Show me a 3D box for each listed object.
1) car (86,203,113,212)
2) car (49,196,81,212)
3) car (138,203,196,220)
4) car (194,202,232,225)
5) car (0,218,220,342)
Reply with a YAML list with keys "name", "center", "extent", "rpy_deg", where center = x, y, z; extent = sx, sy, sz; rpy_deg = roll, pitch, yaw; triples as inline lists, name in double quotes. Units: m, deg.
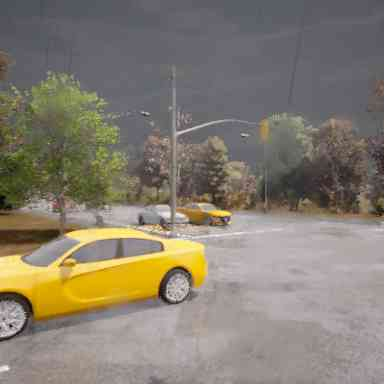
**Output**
- name: "car"
  center: [-11.217, 1.596, 40.190]
  extent: [2.128, 1.511, 4.902]
  rpy_deg: [0, 0, -38]
- name: "car"
  center: [-14.612, 1.445, 38.853]
  extent: [2.097, 1.767, 4.553]
  rpy_deg: [0, 0, -38]
- name: "car"
  center: [-2.045, 1.596, 22.518]
  extent: [1.812, 1.442, 4.674]
  rpy_deg: [0, 0, -36]
- name: "car"
  center: [0.840, 1.563, 24.495]
  extent: [1.882, 1.535, 5.008]
  rpy_deg: [0, 1, -36]
- name: "car"
  center: [-1.996, 1.502, 6.648]
  extent: [5.008, 1.535, 1.882]
  rpy_deg: [1, 0, -35]
